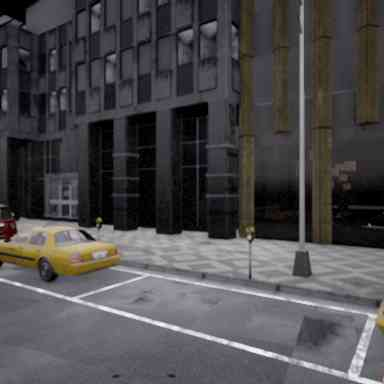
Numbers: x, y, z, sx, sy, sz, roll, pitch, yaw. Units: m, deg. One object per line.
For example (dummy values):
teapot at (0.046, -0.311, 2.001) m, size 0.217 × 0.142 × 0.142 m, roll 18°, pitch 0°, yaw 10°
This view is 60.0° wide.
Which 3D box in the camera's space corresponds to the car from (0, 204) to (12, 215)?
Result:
car at (-8.641, 1.361, 12.609) m, size 5.009 × 1.841 × 2.192 m, roll 0°, pitch 0°, yaw 34°

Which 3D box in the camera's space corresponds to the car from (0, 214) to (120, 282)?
car at (-4.255, 1.558, 9.690) m, size 4.829 × 1.417 × 1.752 m, roll 0°, pitch 0°, yaw 34°

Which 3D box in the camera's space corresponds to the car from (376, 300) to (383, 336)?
car at (4.798, 1.531, 3.665) m, size 4.829 × 1.417 × 1.752 m, roll 0°, pitch 0°, yaw 34°
